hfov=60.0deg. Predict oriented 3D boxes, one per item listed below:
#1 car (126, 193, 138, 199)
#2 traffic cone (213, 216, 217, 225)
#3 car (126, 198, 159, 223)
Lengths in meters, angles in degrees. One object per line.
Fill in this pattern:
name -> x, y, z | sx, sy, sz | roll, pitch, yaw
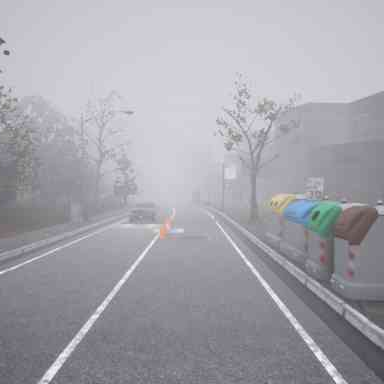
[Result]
car -> -15.725, 1.303, 86.364 | 2.150, 2.045, 5.566 | -3, 0, -24
traffic cone -> 1.506, 1.913, 22.069 | 0.340, 0.580, 0.340 | 0, 0, 6
car -> -3.544, 1.456, 25.347 | 1.837, 1.490, 4.892 | 0, 0, -1
